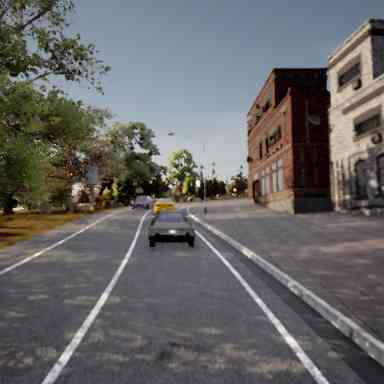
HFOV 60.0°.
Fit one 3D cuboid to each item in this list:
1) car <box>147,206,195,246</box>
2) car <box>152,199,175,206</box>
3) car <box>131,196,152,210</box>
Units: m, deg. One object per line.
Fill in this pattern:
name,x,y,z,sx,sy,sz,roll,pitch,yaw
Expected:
car,-0.980,1.578,15.500,1.994,1.385,4.181,0,0,-5
car,-2.722,1.424,33.290,1.882,1.535,5.008,0,0,-4
car,-6.176,1.265,41.654,2.097,1.767,4.553,0,0,3
